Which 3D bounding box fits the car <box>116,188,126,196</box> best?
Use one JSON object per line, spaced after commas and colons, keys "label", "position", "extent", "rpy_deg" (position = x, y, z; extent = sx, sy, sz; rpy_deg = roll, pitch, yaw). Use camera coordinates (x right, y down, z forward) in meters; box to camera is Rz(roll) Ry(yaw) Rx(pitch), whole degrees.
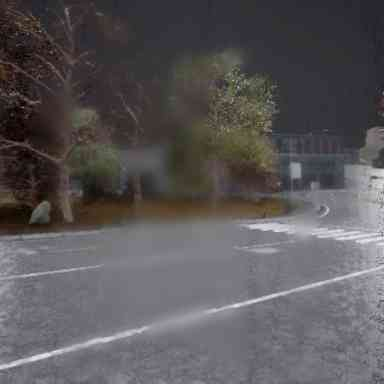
{"label": "car", "position": [-12.534, 0.199, 68.434], "extent": [2.435, 2.045, 5.566], "rpy_deg": [-1, 2, 17]}

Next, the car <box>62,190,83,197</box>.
{"label": "car", "position": [-29.017, 0.308, 81.014], "extent": [1.946, 1.575, 5.366], "rpy_deg": [0, 2, 19]}

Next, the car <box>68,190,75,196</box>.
{"label": "car", "position": [-26.651, 0.221, 79.309], "extent": [2.185, 1.767, 4.553], "rpy_deg": [0, 2, 18]}

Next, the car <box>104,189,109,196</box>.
{"label": "car", "position": [-17.268, 0.487, 71.989], "extent": [2.163, 1.488, 4.792], "rpy_deg": [0, 2, 17]}

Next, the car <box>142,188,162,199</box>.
{"label": "car", "position": [-7.785, 0.279, 64.812], "extent": [2.185, 1.767, 4.553], "rpy_deg": [-2, 1, 16]}

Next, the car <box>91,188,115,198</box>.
{"label": "car", "position": [-19.628, 0.193, 73.798], "extent": [2.435, 2.045, 5.566], "rpy_deg": [0, 2, 18]}

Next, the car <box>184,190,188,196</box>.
{"label": "car", "position": [-0.582, 0.296, 59.569], "extent": [2.231, 1.521, 4.892], "rpy_deg": [-1, 1, 16]}

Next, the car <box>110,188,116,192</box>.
{"label": "car", "position": [-14.895, 0.332, 70.235], "extent": [2.185, 1.767, 4.553], "rpy_deg": [-1, 2, 17]}

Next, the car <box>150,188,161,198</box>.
{"label": "car", "position": [-5.389, 0.116, 63.100], "extent": [2.435, 2.045, 5.566], "rpy_deg": [-2, 1, 16]}

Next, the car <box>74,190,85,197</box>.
{"label": "car", "position": [-24.302, 0.385, 77.500], "extent": [2.097, 1.535, 5.008], "rpy_deg": [0, 2, 18]}
